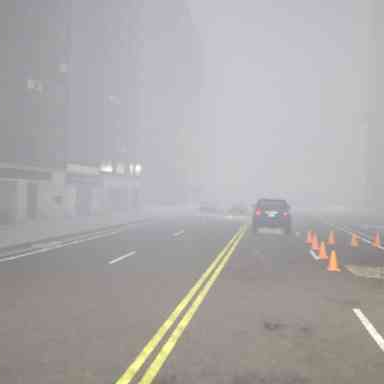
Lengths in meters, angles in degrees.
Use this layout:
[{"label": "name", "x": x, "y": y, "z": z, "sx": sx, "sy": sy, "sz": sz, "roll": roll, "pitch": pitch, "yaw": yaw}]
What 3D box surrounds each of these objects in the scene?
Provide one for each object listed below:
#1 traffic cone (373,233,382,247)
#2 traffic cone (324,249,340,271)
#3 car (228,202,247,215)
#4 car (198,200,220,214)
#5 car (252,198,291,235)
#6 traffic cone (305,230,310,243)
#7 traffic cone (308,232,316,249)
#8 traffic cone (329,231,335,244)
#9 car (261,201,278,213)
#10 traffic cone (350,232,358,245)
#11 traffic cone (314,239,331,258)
[{"label": "traffic cone", "x": 8.593, "y": 2.206, "z": 15.411, "sx": 0.340, "sy": 0.580, "sz": 0.340, "roll": 1, "pitch": 0, "yaw": 13}, {"label": "traffic cone", "x": 4.340, "y": 2.088, "z": 10.225, "sx": 0.340, "sy": 0.580, "sz": 0.340, "roll": 1, "pitch": 0, "yaw": 13}, {"label": "car", "x": 5.123, "y": 1.816, "z": 37.185, "sx": 1.895, "sy": 1.301, "sz": 4.718, "roll": 1, "pitch": 0, "yaw": 13}, {"label": "car", "x": 2.069, "y": 1.689, "z": 38.403, "sx": 2.033, "sy": 1.411, "sz": 5.357, "roll": 1, "pitch": 0, "yaw": 13}, {"label": "car", "x": 4.886, "y": 1.388, "z": 20.535, "sx": 2.150, "sy": 2.045, "sz": 5.566, "roll": 1, "pitch": -1, "yaw": 13}, {"label": "traffic cone", "x": 5.668, "y": 2.135, "z": 16.076, "sx": 0.340, "sy": 0.580, "sz": 0.340, "roll": 1, "pitch": 0, "yaw": 13}, {"label": "traffic cone", "x": 5.225, "y": 2.119, "z": 14.125, "sx": 0.340, "sy": 0.580, "sz": 0.340, "roll": 1, "pitch": 0, "yaw": 13}, {"label": "traffic cone", "x": 6.643, "y": 2.159, "z": 15.854, "sx": 0.340, "sy": 0.580, "sz": 0.340, "roll": 1, "pitch": 0, "yaw": 13}, {"label": "car", "x": 10.158, "y": 1.922, "z": 43.794, "sx": 1.994, "sy": 1.385, "sz": 4.181, "roll": 1, "pitch": 0, "yaw": 13}, {"label": "traffic cone", "x": 7.618, "y": 2.182, "z": 15.633, "sx": 0.340, "sy": 0.580, "sz": 0.340, "roll": 1, "pitch": 0, "yaw": 13}, {"label": "traffic cone", "x": 4.783, "y": 2.103, "z": 12.175, "sx": 0.340, "sy": 0.580, "sz": 0.340, "roll": 1, "pitch": 0, "yaw": 13}]
